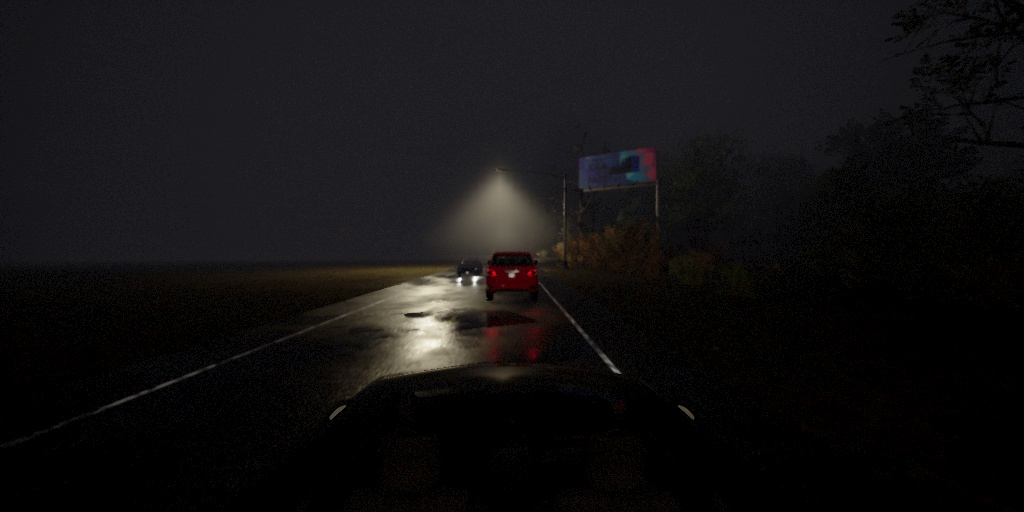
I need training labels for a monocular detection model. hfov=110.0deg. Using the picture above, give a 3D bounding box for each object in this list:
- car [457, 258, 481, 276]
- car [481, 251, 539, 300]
[{"bbox_3d":[-3.516,0.891,30.971,2.033,1.411,5.357,0,1,0],"label":"car"},{"bbox_3d":[0.024,0.770,16.429,2.150,2.045,5.566,0,1,1],"label":"car"}]
